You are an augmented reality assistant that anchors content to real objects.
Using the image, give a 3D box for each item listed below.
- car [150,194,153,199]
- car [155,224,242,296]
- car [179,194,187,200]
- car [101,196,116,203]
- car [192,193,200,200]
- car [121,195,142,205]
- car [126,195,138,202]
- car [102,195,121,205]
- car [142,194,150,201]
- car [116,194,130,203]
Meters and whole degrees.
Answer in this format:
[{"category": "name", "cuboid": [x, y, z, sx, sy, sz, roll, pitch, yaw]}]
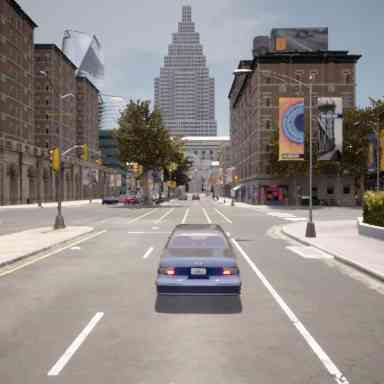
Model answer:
[{"category": "car", "cuboid": [-10.558, 1.355, 79.503, 2.097, 1.767, 4.553, 0, 0, 1]}, {"category": "car", "cuboid": [0.166, 1.547, 8.803, 2.033, 1.411, 5.357, 0, 0, 1]}, {"category": "car", "cuboid": [-2.436, 1.540, 89.523, 2.033, 1.411, 5.357, 0, 0, 1]}, {"category": "car", "cuboid": [-17.426, 1.595, 69.687, 1.895, 1.301, 4.718, 0, 0, 1]}, {"category": "car", "cuboid": [1.069, 1.350, 89.882, 2.097, 1.767, 4.553, 0, 0, 1]}, {"category": "car", "cuboid": [-10.866, 1.477, 59.719, 1.882, 1.535, 5.008, 0, 0, 1]}, {"category": "car", "cuboid": [-14.067, 1.478, 78.741, 1.882, 1.535, 5.008, 0, 0, 1]}, {"category": "car", "cuboid": [-14.384, 1.601, 58.535, 1.895, 1.301, 4.718, 0, 0, 1]}, {"category": "car", "cuboid": [-10.678, 1.500, 69.514, 1.837, 1.490, 4.892, 0, 0, 1]}, {"category": "car", "cuboid": [-14.189, 1.355, 68.642, 2.097, 1.767, 4.553, 0, 0, 1]}]
